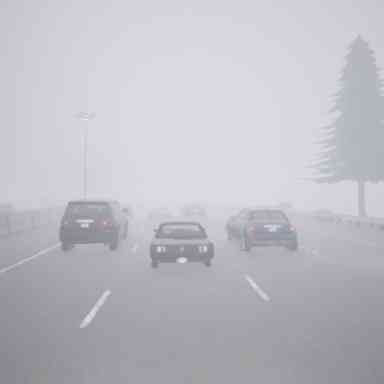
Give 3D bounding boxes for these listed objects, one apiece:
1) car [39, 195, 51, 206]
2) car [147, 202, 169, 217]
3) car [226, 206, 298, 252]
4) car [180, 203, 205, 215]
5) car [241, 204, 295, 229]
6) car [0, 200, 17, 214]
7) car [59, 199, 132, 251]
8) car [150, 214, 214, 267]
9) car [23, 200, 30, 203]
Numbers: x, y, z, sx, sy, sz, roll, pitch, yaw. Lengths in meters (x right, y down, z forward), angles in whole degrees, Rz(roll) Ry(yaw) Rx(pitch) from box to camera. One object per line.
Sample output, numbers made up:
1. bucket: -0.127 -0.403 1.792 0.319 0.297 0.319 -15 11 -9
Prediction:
1. car: -30.120 1.687 68.269 2.150 2.045 5.566 0 0 -25
2. car: -3.450 1.749 33.524 1.812 1.442 4.674 0 0 -12
3. car: 2.833 1.440 14.504 2.097 1.767 4.553 0 0 -5
4. car: 0.017 1.784 33.968 1.994 1.385 4.181 0 0 -12
5. car: 5.273 1.693 24.058 2.033 1.411 5.357 0 0 -8
6. car: -17.184 1.732 29.772 1.837 1.490 4.892 0 0 -11
7. car: -4.170 1.328 14.862 2.150 2.045 5.566 0 0 -5
8. car: -0.430 1.678 11.747 1.895 1.301 4.718 0 0 -4
9. car: -33.439 1.985 67.095 2.128 1.511 4.902 0 0 -27
